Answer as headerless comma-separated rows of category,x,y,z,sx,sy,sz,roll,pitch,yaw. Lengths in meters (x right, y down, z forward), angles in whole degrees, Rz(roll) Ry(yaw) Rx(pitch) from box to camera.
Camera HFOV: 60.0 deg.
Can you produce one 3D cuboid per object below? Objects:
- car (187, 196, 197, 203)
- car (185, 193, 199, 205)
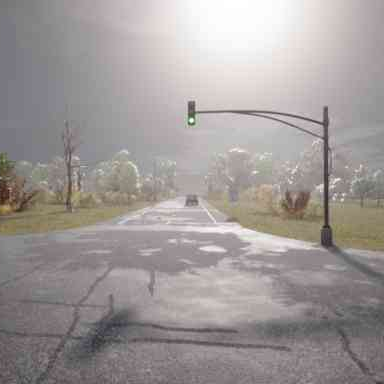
car,0.015,1.546,69.623,1.882,1.535,5.008,0,0,0
car,0.013,1.271,59.234,2.150,2.045,5.566,0,0,0
